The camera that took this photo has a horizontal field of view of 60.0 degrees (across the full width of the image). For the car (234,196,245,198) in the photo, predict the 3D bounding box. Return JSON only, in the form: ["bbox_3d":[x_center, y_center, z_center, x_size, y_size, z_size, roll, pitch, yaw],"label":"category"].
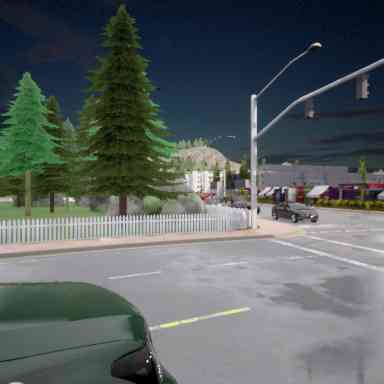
[{"bbox_3d":[8.704,1.547,62.289,2.128,1.511,4.902,0,0,-16],"label":"car"}]

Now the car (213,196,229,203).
[{"bbox_3d":[6.086,1.559,71.154,1.837,1.490,4.892,0,0,-16],"label":"car"}]

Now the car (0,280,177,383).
[{"bbox_3d":[-2.756,1.221,1.670,5.566,2.045,2.150,0,0,-36],"label":"car"}]

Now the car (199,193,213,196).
[{"bbox_3d":[2.939,1.277,69.605,2.150,2.045,5.566,0,0,-17],"label":"car"}]

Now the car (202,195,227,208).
[{"bbox_3d":[2.835,1.547,44.230,2.128,1.511,4.902,0,0,-16],"label":"car"}]

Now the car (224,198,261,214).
[{"bbox_3d":[5.454,1.656,35.245,1.895,1.301,4.718,0,0,-16],"label":"car"}]

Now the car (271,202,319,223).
[{"bbox_3d":[8.046,1.560,26.339,1.837,1.490,4.892,0,0,-14],"label":"car"}]
